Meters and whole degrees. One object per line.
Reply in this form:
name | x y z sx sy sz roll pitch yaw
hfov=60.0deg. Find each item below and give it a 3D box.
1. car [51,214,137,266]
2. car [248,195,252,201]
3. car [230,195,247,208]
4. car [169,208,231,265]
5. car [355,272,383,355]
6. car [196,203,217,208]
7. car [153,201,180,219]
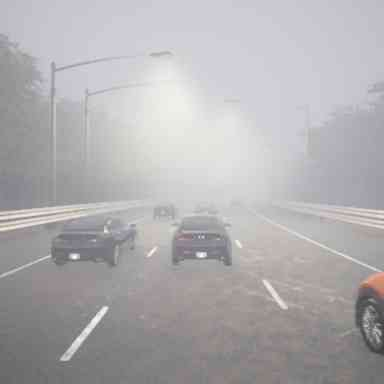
car | -3.168 1.535 11.607 1.837 1.490 4.892 0 0 2
car | 14.992 1.591 94.128 2.097 1.767 4.553 0 0 14
car | 7.025 1.494 51.765 2.097 1.767 4.553 0 0 8
car | 0.343 1.539 11.868 1.837 1.490 4.892 0 0 2
car | 3.537 1.365 3.264 2.097 1.767 4.553 0 0 1
car | 1.285 1.648 29.337 1.994 1.385 4.181 0 0 4
car | -2.198 1.559 29.767 1.882 1.535 5.008 0 0 4
